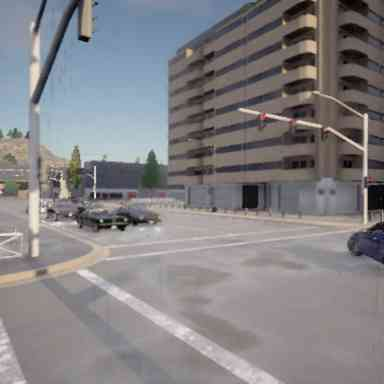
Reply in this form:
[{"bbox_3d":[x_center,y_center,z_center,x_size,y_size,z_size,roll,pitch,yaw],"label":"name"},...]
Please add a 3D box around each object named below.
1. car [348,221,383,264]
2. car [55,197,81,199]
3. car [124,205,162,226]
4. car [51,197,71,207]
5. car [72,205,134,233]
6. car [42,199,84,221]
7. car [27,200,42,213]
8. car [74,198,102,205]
[{"bbox_3d":[6.506,1.605,10.342,1.812,1.442,4.674,1,0,7],"label":"car"},{"bbox_3d":[-15.799,1.605,41.078,2.128,1.511,4.902,0,0,-35],"label":"car"},{"bbox_3d":[-4.257,1.657,24.715,2.033,1.411,5.357,0,0,-35],"label":"car"},{"bbox_3d":[-22.552,1.625,57.010,2.128,1.511,4.902,0,0,-35],"label":"car"},{"bbox_3d":[-5.672,1.694,20.655,1.895,1.301,4.718,0,0,-35],"label":"car"},{"bbox_3d":[-11.049,1.599,28.264,1.837,1.490,4.892,0,0,-35],"label":"car"},{"bbox_3d":[-16.806,1.622,36.421,1.812,1.442,4.674,0,0,-35],"label":"car"},{"bbox_3d":[-9.876,1.603,32.671,2.128,1.511,4.902,0,0,-35],"label":"car"}]
